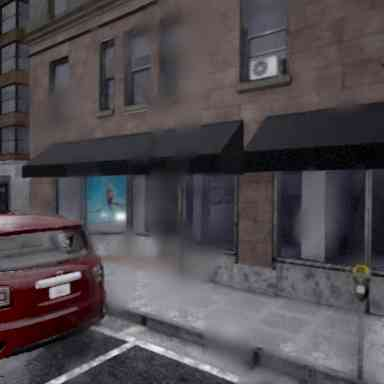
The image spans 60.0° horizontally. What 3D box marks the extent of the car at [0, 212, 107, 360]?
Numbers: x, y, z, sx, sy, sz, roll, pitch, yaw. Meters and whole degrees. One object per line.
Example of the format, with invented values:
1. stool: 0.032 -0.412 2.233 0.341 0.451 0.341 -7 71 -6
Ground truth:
1. car: -3.541 1.254 5.418 5.009 1.841 2.192 1 0 35
